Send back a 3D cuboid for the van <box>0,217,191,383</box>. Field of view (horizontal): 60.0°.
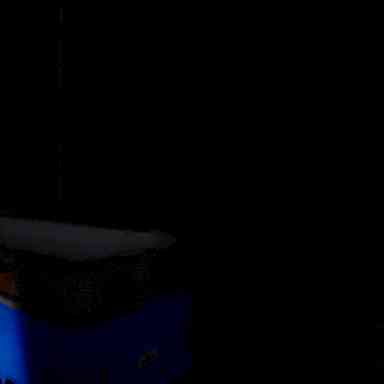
[{"bbox_3d":[-1.916,1.285,4.175,3.998,1.788,1.690,1,1,35],"label":"van"}]
